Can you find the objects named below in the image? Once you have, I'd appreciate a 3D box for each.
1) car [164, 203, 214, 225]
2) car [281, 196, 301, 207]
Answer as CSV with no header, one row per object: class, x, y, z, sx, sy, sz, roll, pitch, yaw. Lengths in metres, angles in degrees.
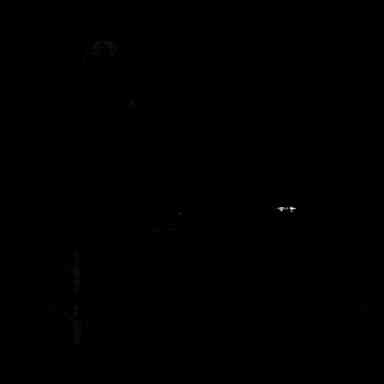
car,-0.242,1.499,23.746,1.812,1.442,4.674,0,0,36
car,14.824,1.426,49.361,1.837,1.490,4.892,0,0,36
